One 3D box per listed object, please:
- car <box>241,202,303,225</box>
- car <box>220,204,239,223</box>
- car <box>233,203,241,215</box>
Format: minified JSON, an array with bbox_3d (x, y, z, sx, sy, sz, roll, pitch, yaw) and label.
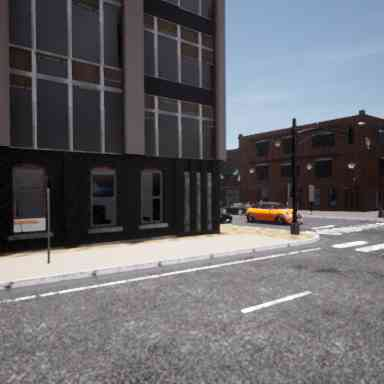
[{"bbox_3d":[6.502,1.610,26.477,2.097,1.767,4.553,-1,0,-37],"label":"car"},{"bbox_3d":[1.565,1.925,28.505,1.947,1.339,4.313,-2,0,-37],"label":"car"},{"bbox_3d":[5.174,1.905,38.104,2.008,1.369,4.403,-2,0,-37],"label":"car"}]
